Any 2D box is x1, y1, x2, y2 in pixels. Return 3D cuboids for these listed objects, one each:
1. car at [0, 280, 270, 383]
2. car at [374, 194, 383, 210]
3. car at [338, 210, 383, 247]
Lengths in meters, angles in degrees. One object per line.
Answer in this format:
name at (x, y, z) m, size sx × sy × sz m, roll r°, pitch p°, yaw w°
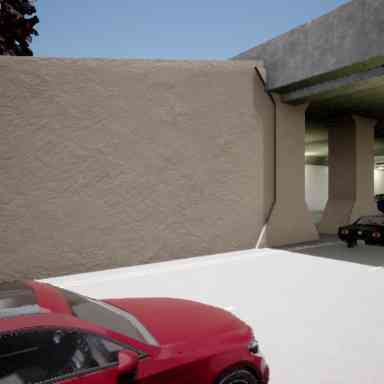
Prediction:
car at (-1.421, 1.525, 2.727) m, size 4.674 × 1.442 × 1.812 m, roll 0°, pitch 0°, yaw -35°
car at (20.518, 1.206, 35.573) m, size 5.566 × 2.045 × 2.150 m, roll 0°, pitch 0°, yaw -35°
car at (8.220, 1.601, 13.902) m, size 4.718 × 1.301 × 1.895 m, roll 0°, pitch 0°, yaw -35°
